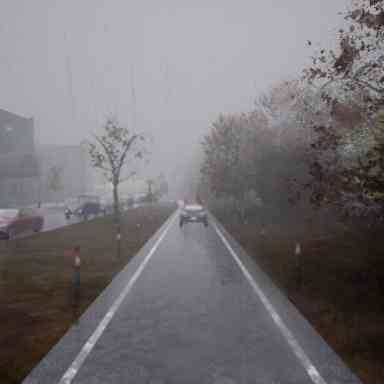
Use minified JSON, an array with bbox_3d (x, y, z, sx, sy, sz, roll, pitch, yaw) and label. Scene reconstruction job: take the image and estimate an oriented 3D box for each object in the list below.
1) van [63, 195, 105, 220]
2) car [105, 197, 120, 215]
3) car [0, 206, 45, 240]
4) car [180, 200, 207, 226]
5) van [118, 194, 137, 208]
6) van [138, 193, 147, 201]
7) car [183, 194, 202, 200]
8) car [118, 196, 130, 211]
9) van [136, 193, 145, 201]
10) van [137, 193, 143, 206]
[{"bbox_3d":[-9.070,1.229,27.625,1.878,1.987,4.442,0,0,2],"label":"van"},{"bbox_3d":[-9.071,1.449,33.309,2.231,1.521,4.892,0,-1,-2],"label":"car"},{"bbox_3d":[-9.052,1.462,16.653,2.002,1.452,4.674,0,0,0],"label":"car"},{"bbox_3d":[0.106,1.524,23.360,1.812,1.442,4.674,0,0,0],"label":"car"},{"bbox_3d":[-9.086,1.259,45.333,1.878,1.987,4.442,0,-1,-2],"label":"van"},{"bbox_3d":[-13.145,1.366,88.512,1.878,1.987,4.442,1,-2,-15],"label":"van"},{"bbox_3d":[0.098,1.265,41.148,2.150,2.045,5.566,0,-1,0],"label":"car"},{"bbox_3d":[-9.076,1.496,38.820,2.163,1.488,4.792,0,-1,-2],"label":"car"},{"bbox_3d":[-14.493,1.400,93.927,1.878,1.987,4.442,1,-2,-16],"label":"van"},{"bbox_3d":[-9.250,1.285,55.284,1.878,1.987,4.442,0,-1,-2],"label":"van"}]
